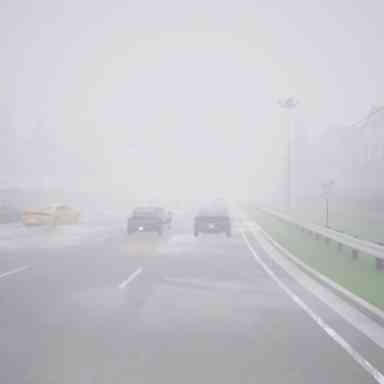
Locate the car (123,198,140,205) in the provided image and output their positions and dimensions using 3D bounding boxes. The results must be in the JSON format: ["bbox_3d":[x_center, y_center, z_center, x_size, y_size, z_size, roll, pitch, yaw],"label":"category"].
[{"bbox_3d":[-9.679,1.613,53.942,1.994,1.385,4.181,0,0,5],"label":"car"}]

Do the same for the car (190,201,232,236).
[{"bbox_3d":[1.183,1.503,18.590,1.882,1.535,5.008,0,0,5],"label":"car"}]

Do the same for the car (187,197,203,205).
[{"bbox_3d":[0.779,1.592,52.999,1.812,1.442,4.674,0,0,5],"label":"car"}]

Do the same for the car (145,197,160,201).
[{"bbox_3d":[-6.229,1.559,53.235,1.837,1.490,4.892,0,0,5],"label":"car"}]

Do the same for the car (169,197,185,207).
[{"bbox_3d":[-2.706,1.624,53.324,1.994,1.385,4.181,0,0,5],"label":"car"}]

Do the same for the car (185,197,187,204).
[{"bbox_3d":[-1.776,1.622,63.284,2.033,1.411,5.357,0,0,5],"label":"car"}]

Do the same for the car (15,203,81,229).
[{"bbox_3d":[-9.053,1.488,21.915,1.882,1.535,5.008,0,0,5],"label":"car"}]

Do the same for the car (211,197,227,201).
[{"bbox_3d":[3.515,1.412,43.573,2.097,1.767,4.553,0,0,5],"label":"car"}]

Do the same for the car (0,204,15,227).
[{"bbox_3d":[-12.601,1.530,21.643,1.812,1.442,4.674,0,0,5],"label":"car"}]

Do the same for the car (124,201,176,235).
[{"bbox_3d":[-2.303,1.526,18.916,1.837,1.490,4.892,0,0,5],"label":"car"}]
